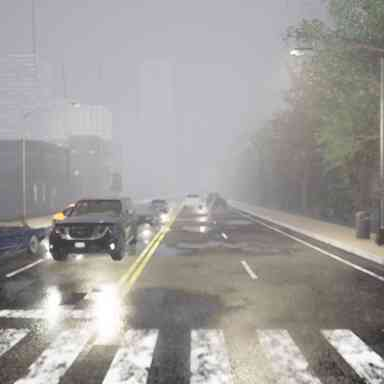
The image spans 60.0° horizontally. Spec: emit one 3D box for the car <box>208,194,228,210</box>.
[{"bbox_3d":[3.372,1.397,41.727,1.837,1.490,4.892,0,0,0],"label":"car"}]

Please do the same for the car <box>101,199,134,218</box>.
[{"bbox_3d":[-6.574,1.428,29.904,1.837,1.490,4.892,0,0,0],"label":"car"}]

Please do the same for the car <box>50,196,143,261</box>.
[{"bbox_3d":[-3.357,1.190,12.519,2.150,2.045,5.566,0,0,-1],"label":"car"}]

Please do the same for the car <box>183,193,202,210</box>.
[{"bbox_3d":[0.124,1.114,41.644,2.150,2.045,5.566,0,0,0],"label":"car"}]

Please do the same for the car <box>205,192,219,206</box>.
[{"bbox_3d":[3.278,1.086,52.189,2.150,2.045,5.566,0,0,0],"label":"car"}]

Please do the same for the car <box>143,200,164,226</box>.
[{"bbox_3d":[-3.339,1.489,22.847,2.033,1.411,5.357,0,0,0],"label":"car"}]

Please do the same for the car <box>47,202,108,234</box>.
[{"bbox_3d":[-6.590,1.427,19.800,1.882,1.535,5.008,0,0,0],"label":"car"}]

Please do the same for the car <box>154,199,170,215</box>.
[{"bbox_3d":[-3.317,1.440,33.218,1.812,1.442,4.674,0,0,1],"label":"car"}]

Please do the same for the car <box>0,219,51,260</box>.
[{"bbox_3d":[-6.603,1.574,10.669,1.895,1.301,4.718,0,0,0],"label":"car"}]
